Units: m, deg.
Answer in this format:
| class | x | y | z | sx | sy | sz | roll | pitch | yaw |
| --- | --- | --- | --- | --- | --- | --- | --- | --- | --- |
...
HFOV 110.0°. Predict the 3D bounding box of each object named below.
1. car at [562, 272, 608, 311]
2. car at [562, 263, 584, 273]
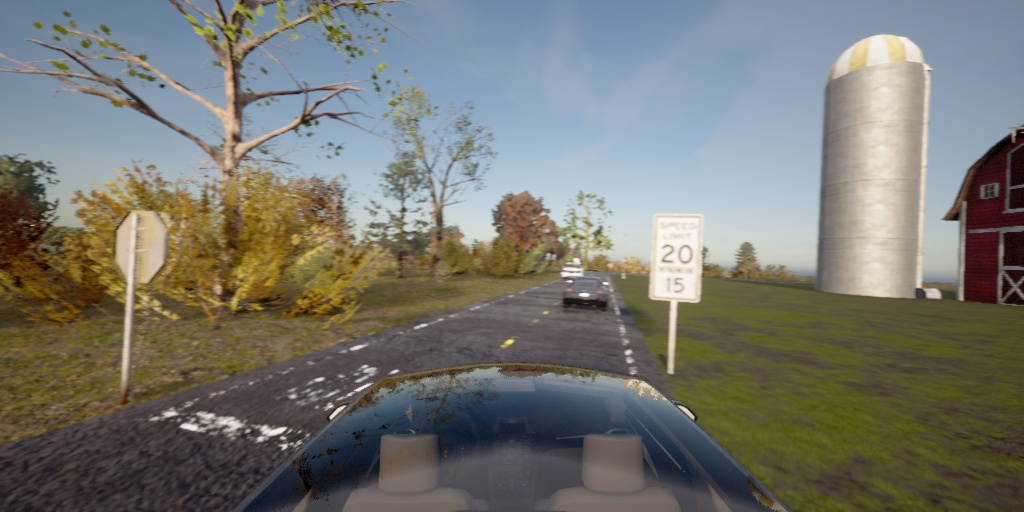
| class | x | y | z | sx | sy | sz | roll | pitch | yaw |
| --- | --- | --- | --- | --- | --- | --- | --- | --- | --- |
| car | 3.570 | 1.677 | 17.154 | 1.994 | 1.385 | 4.181 | 3 | -1 | 14 |
| car | 7.310 | 1.823 | 42.719 | 2.150 | 2.045 | 5.566 | 3 | -1 | 14 |
